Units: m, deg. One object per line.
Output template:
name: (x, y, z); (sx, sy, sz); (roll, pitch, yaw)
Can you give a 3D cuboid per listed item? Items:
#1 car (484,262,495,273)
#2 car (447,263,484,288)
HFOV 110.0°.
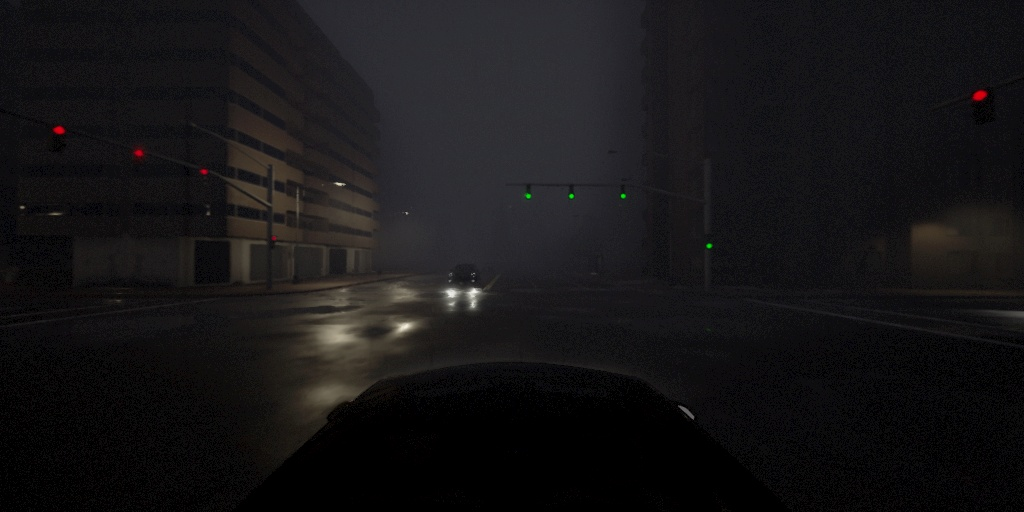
car: (-3.503, 1.649, 53.437); (1.882, 1.535, 5.008); (0, -1, 0)
car: (-3.501, 1.343, 27.005); (2.097, 1.767, 4.553); (0, -1, 0)
